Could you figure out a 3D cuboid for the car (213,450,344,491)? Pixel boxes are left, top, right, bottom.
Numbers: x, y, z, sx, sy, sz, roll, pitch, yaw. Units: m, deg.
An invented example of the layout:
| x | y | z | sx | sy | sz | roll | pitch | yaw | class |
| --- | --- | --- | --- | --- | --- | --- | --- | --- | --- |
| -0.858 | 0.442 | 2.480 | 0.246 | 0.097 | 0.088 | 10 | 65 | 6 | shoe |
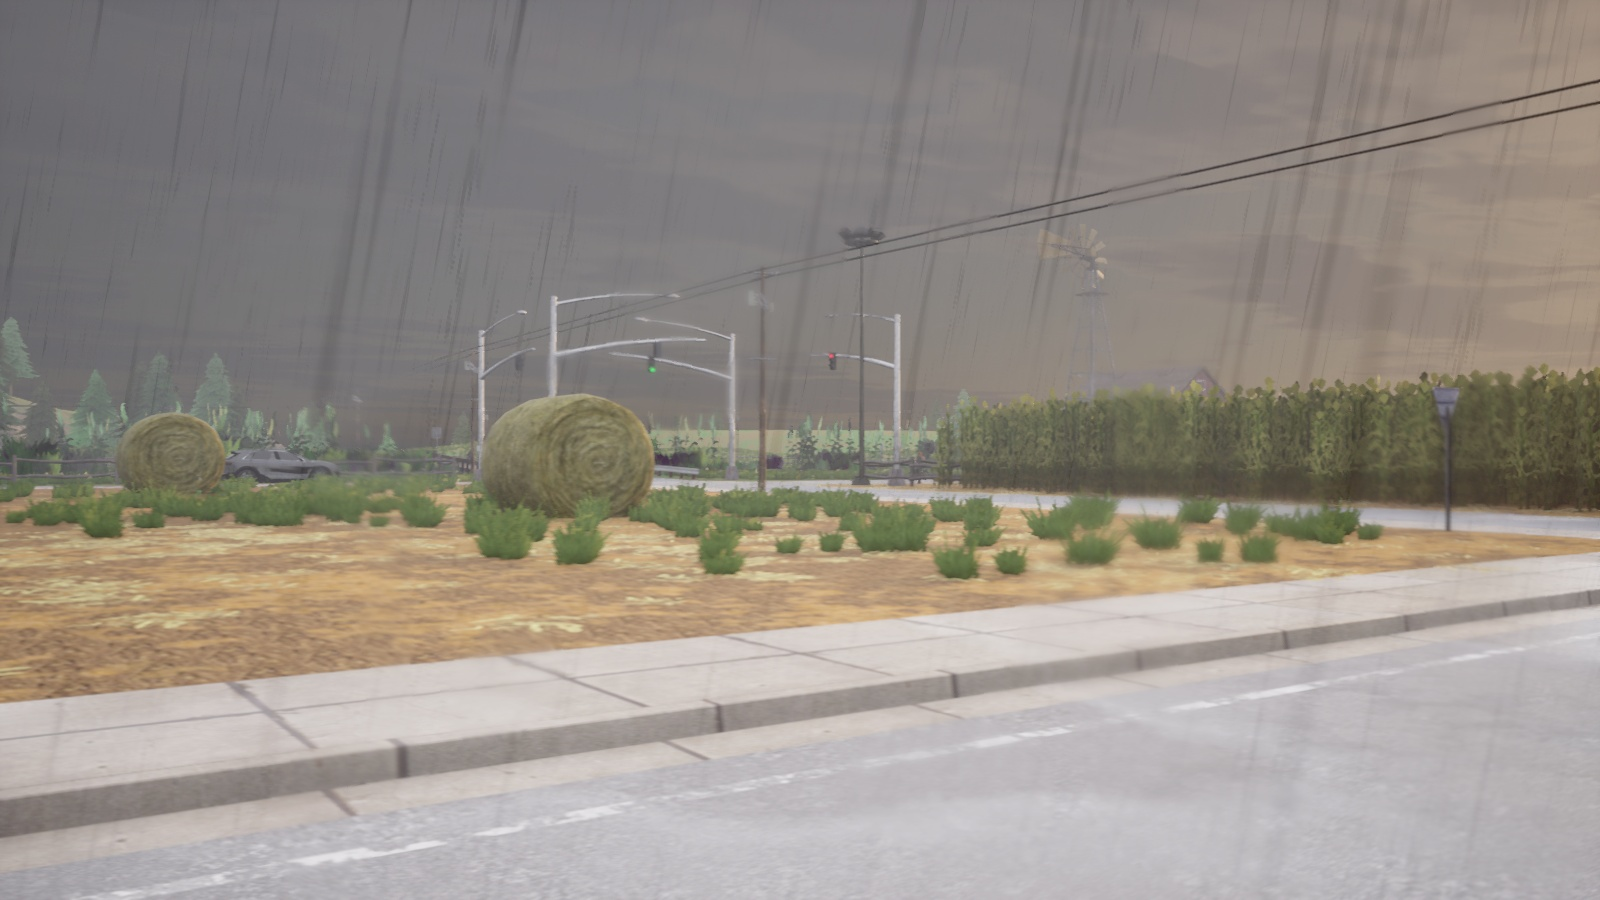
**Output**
| x | y | z | sx | sy | sz | roll | pitch | yaw | class |
| --- | --- | --- | --- | --- | --- | --- | --- | --- | --- |
| -21.949 | 0.843 | 52.917 | 4.856 | 1.649 | 2.033 | 0 | 0 | -31 | car |
